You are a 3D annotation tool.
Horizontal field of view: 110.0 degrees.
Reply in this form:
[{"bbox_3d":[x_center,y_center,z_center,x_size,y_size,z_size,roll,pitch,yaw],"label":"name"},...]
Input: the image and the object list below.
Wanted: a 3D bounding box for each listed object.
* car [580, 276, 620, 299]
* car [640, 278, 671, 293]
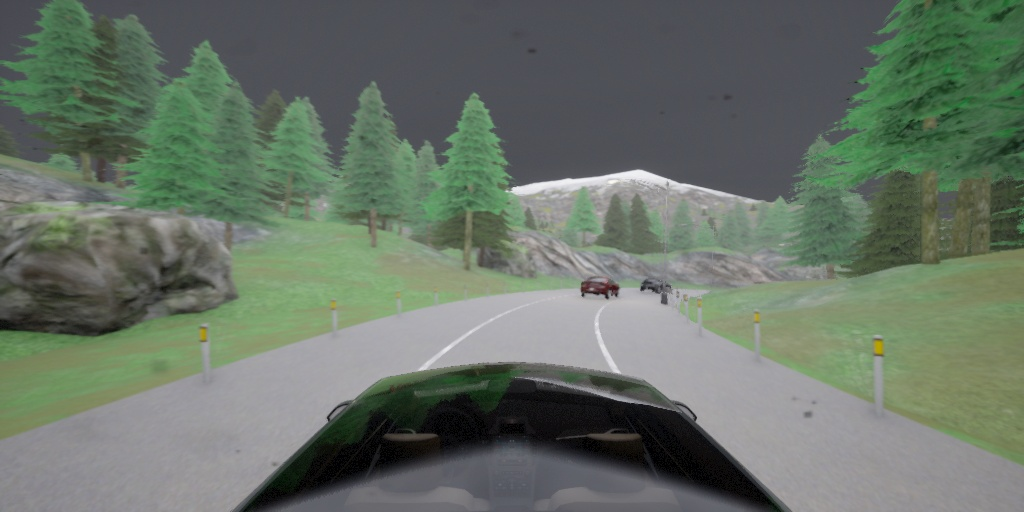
[{"bbox_3d":[6.436,2.184,25.874,1.882,1.535,5.008,2,-2,28],"label":"car"},{"bbox_3d":[15.353,3.148,38.238,1.837,1.490,4.892,3,-2,43],"label":"car"}]
